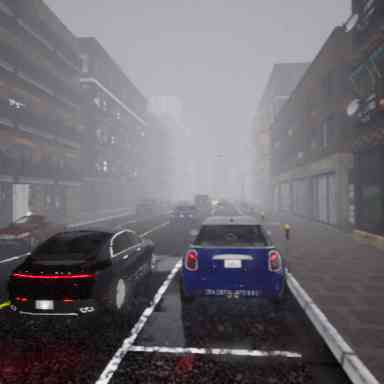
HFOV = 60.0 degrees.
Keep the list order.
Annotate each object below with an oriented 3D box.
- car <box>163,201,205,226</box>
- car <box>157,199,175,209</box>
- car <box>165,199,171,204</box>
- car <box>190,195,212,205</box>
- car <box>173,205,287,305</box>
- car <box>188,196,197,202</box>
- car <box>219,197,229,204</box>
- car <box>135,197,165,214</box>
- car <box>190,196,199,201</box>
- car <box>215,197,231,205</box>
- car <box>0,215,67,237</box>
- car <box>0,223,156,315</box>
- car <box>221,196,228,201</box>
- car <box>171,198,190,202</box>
[{"bbox_3d":[-0.430,1.644,24.487,2.033,1.411,5.357,-1,0,6],"label":"car"},{"bbox_3d":[-3.799,1.765,48.865,1.887,1.381,4.507,0,0,6],"label":"car"},{"bbox_3d":[-4.364,1.646,43.256,1.967,1.590,4.097,0,0,6],"label":"car"},{"bbox_3d":[1.425,1.371,43.999,2.150,2.045,5.566,-1,0,6],"label":"car"},{"bbox_3d":[0.980,1.375,8.375,2.097,1.767,4.553,-1,0,6],"label":"car"},{"bbox_3d":[0.141,1.870,88.120,2.008,1.369,4.403,0,0,6],"label":"car"},{"bbox_3d":[6.790,1.741,70.455,2.008,1.369,4.403,0,0,6],"label":"car"},{"bbox_3d":[-4.927,1.506,37.649,2.192,1.841,5.009,0,0,6],"label":"car"},{"bbox_3d":[0.704,1.884,93.729,2.008,1.369,4.403,0,0,6],"label":"car"},{"bbox_3d":[3.429,1.629,36.977,1.752,1.417,4.829,0,0,6],"label":"car"},{"bbox_3d":[-7.178,1.713,15.216,1.802,1.307,4.206,0,0,6],"label":"car"},{"bbox_3d":[-2.111,1.556,7.722,1.837,1.490,4.892,-1,0,6],"label":"car"},{"bbox_3d":[9.059,1.771,93.057,1.752,1.417,4.829,0,0,6],"label":"car"},{"bbox_3d":[-1.315,1.789,46.864,1.895,1.301,4.718,-1,0,6],"label":"car"}]
